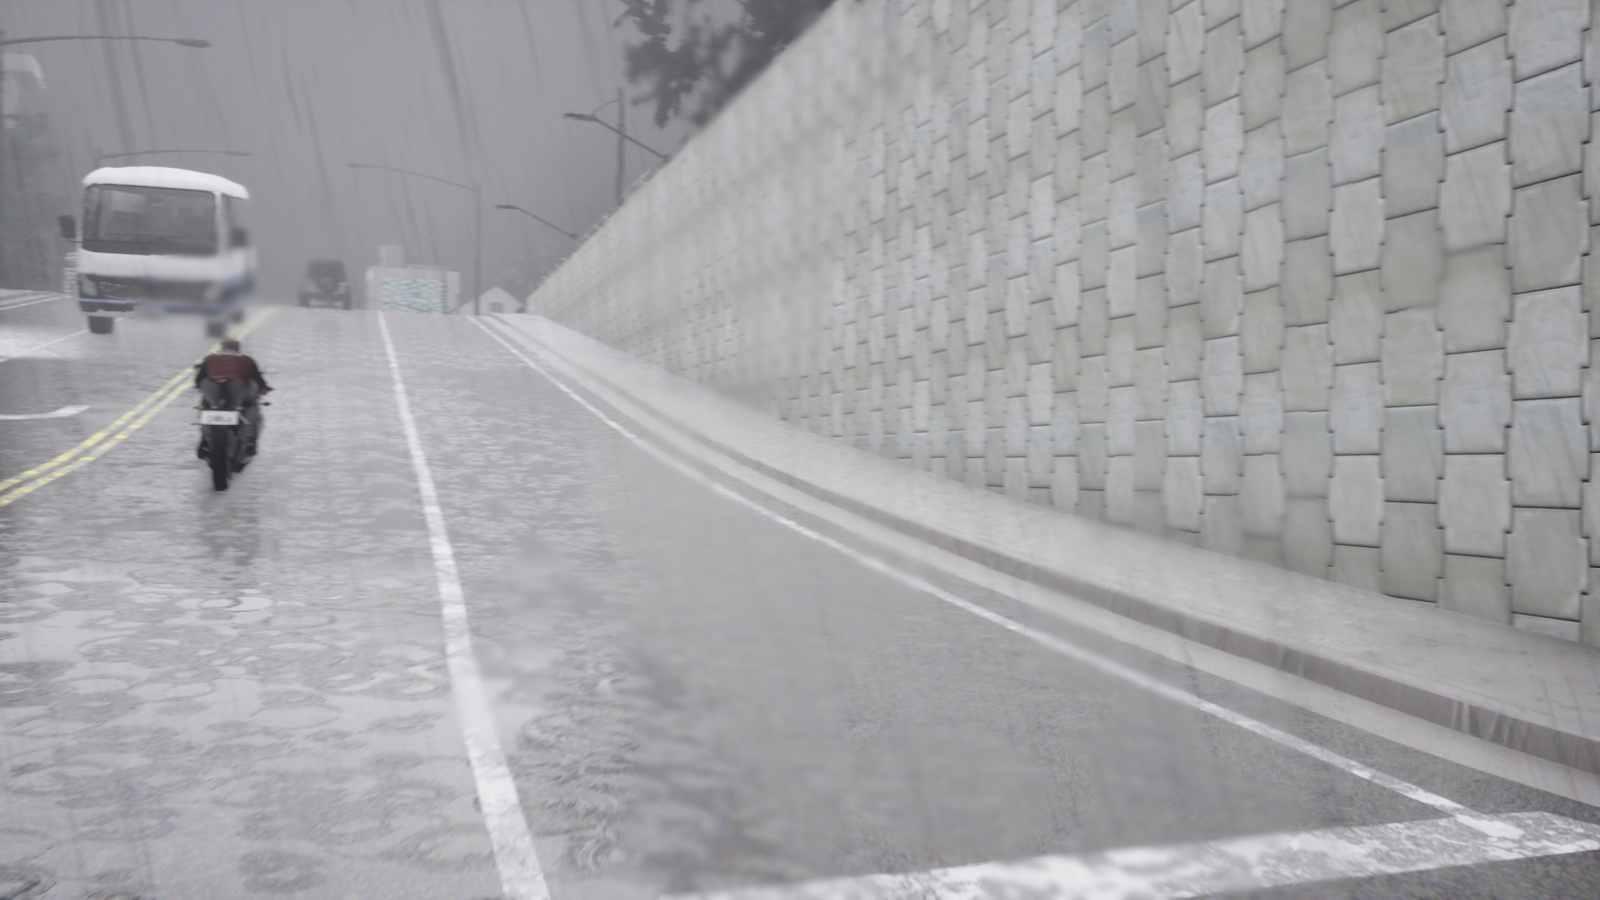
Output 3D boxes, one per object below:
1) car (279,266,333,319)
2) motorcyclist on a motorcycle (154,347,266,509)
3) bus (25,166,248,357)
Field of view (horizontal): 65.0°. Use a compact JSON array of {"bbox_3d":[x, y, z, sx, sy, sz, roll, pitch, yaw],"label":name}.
[{"bbox_3d":[-19.602,-6.215,49.990,1.905,1.878,3.866,0,5,-20],"label":"car"},{"bbox_3d":[-6.196,-0.295,13.302,0.866,1.530,2.191,0,5,-20],"label":"motorcyclist on a motorcycle"},{"bbox_3d":[-17.579,-5.144,34.238,3.944,4.253,10.273,0,9,-20],"label":"bus"}]
